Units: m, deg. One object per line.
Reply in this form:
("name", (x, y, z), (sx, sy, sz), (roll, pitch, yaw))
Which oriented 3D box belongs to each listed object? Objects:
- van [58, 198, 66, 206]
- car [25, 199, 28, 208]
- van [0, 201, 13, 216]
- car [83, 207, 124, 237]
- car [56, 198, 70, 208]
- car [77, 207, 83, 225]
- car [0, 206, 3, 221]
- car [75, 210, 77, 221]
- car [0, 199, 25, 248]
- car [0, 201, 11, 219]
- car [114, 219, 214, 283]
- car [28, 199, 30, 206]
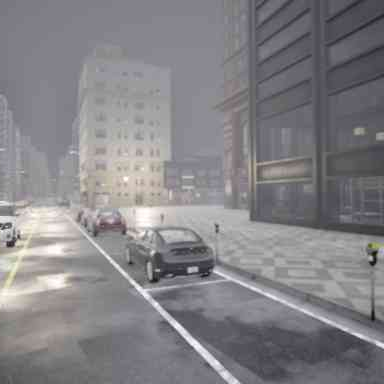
("van", (-33.929, 2.603, 86.691), (1.690, 1.788, 3.998), (0, -1, -23))
("car", (-34.972, 2.628, 67.599), (1.752, 1.417, 4.829), (0, -1, -23))
("van", (-24.334, 2.106, 42.955), (1.690, 1.788, 3.998), (0, -1, -23))
("car", (-5.320, 1.742, 20.423), (1.967, 1.590, 4.097), (0, -1, -23))
("car", (-27.203, 2.371, 71.112), (2.192, 1.841, 5.009), (0, -1, -23))
("car", (-7.553, 1.967, 25.599), (1.802, 1.307, 4.206), (0, -1, -23))
("car", (-19.861, 2.166, 32.597), (1.947, 1.339, 4.313), (0, -1, -23))
("car", (-9.789, 2.013, 30.776), (1.887, 1.381, 4.507), (0, -1, -23))
("car", (-9.740, 1.526, 16.362), (2.150, 2.045, 5.566), (0, -1, -23))
("car", (-22.099, 1.999, 37.777), (2.192, 1.841, 5.009), (0, -1, -23))
("car", (-0.849, 1.684, 10.069), (2.008, 1.369, 4.403), (0, -1, -23))
("car", (-37.280, 2.739, 72.946), (1.947, 1.339, 4.313), (0, -1, -23))
